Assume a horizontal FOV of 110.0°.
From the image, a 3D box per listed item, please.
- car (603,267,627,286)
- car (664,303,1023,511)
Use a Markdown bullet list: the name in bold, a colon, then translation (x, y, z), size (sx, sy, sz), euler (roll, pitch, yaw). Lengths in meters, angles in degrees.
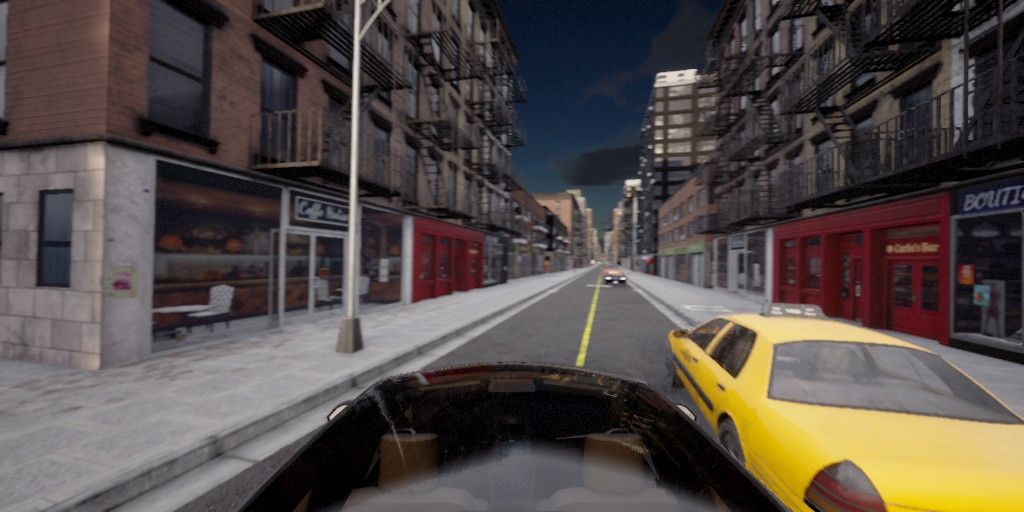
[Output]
- **car**: translation (9.331, 1.978, 32.515), size (1.895, 1.301, 4.718), euler (1, -1, 15)
- **car**: translation (2.989, 1.296, 4.037), size (1.801, 1.575, 5.366), euler (1, -1, 14)
